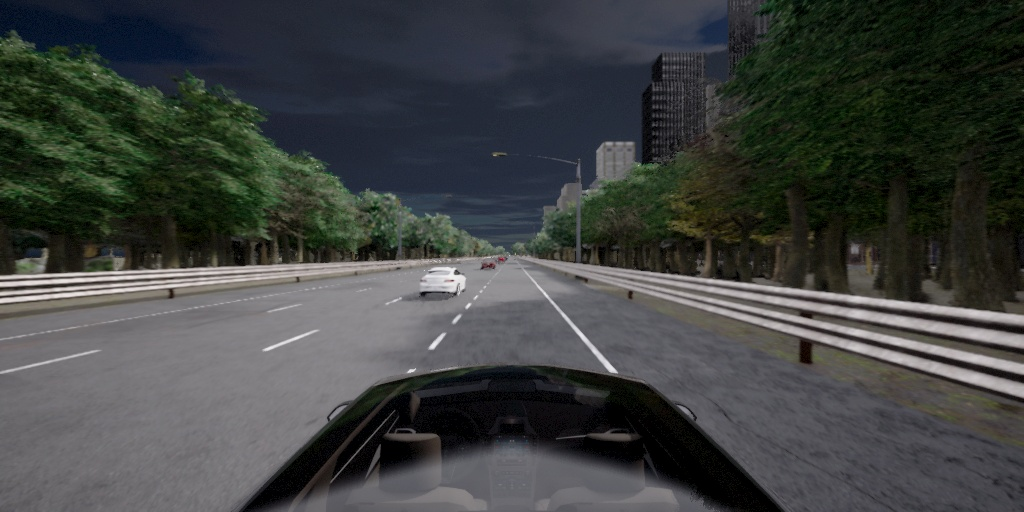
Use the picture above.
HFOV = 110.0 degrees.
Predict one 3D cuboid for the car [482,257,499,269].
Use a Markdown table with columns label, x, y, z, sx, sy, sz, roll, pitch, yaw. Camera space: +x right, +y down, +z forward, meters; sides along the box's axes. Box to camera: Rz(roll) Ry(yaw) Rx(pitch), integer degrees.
| label | x | y | z | sx | sy | sz | roll | pitch | yaw |
| --- | --- | --- | --- | --- | --- | --- | --- | --- | --- |
| car | -3.502 | 1.130 | 55.721 | 2.097 | 1.767 | 4.553 | 0 | 0 | 0 |

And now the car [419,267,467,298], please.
| label | x | y | z | sx | sy | sz | roll | pitch | yaw |
| --- | --- | --- | --- | --- | --- | --- | --- | --- | --- |
| car | -3.501 | 1.289 | 18.651 | 1.812 | 1.442 | 4.674 | 0 | 0 | 0 |
